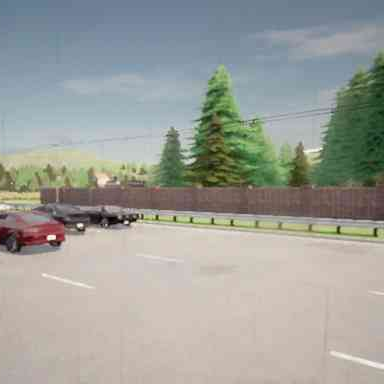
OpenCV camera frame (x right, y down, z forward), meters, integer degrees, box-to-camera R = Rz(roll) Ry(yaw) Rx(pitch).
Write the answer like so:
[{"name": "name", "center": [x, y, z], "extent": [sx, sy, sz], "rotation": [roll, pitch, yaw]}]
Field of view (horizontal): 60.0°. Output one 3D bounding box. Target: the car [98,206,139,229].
[{"name": "car", "center": [-5.675, 1.498, 20.936], "extent": [4.718, 1.301, 1.895], "rotation": [0, 0, 35]}]

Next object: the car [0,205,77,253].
[{"name": "car", "center": [-6.886, 1.445, 13.203], "extent": [4.674, 1.442, 1.812], "rotation": [0, 0, 35]}]

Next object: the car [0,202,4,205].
[{"name": "car", "center": [-18.569, 1.400, 30.133], "extent": [4.718, 1.301, 1.895], "rotation": [0, 0, 35]}]

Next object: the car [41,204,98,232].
[{"name": "car", "center": [-7.539, 1.403, 17.968], "extent": [4.892, 1.490, 1.837], "rotation": [0, 0, 35]}]
